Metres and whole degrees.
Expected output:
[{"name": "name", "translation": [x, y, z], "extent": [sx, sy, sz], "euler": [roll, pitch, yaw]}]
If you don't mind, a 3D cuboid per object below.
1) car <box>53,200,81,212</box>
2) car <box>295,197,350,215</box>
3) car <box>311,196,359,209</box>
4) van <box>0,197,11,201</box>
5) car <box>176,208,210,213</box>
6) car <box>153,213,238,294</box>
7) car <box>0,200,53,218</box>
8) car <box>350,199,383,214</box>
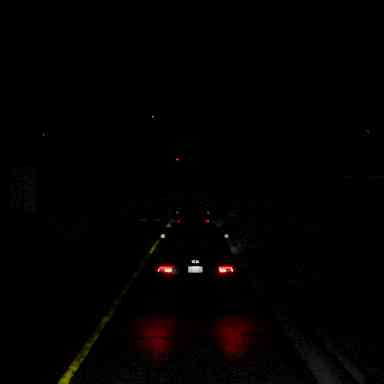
[{"name": "car", "translation": [-15.560, 1.574, 38.824], "extent": [4.829, 1.417, 1.752], "euler": [-1, 1, 0]}, {"name": "car", "translation": [11.597, 1.410, 30.323], "extent": [4.313, 1.339, 1.947], "euler": [-1, 1, 0]}, {"name": "car", "translation": [16.622, 1.222, 38.852], "extent": [4.829, 1.417, 1.752], "euler": [-1, 1, 0]}, {"name": "van", "translation": [-21.071, 1.446, 38.815], "extent": [3.998, 1.788, 1.690], "euler": [-1, 1, 0]}, {"name": "car", "translation": [0.047, 1.544, 18.163], "extent": [1.994, 1.385, 4.181], "euler": [0, 0, 0]}, {"name": "car", "translation": [0.073, 1.540, 8.937], "extent": [2.033, 1.411, 5.357], "euler": [0, 0, 0]}, {"name": "car", "translation": [-15.372, 1.719, 30.301], "extent": [4.206, 1.307, 1.802], "euler": [-1, 1, 0]}, {"name": "car", "translation": [16.975, 1.333, 30.328], "extent": [4.403, 1.369, 2.008], "euler": [-1, 1, 0]}]
